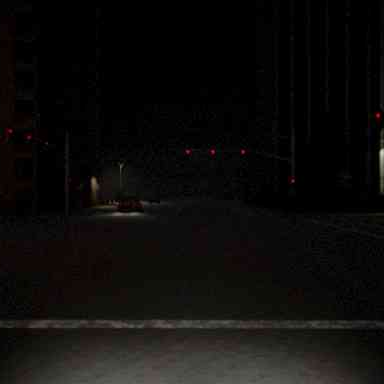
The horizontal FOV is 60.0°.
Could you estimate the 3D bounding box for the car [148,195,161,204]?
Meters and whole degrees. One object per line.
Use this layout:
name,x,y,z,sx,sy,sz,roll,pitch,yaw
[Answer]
car,-6.923,1.385,61.866,1.882,1.535,5.008,0,0,0

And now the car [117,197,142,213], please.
car,-6.952,1.326,37.327,2.097,1.767,4.553,0,-1,0
